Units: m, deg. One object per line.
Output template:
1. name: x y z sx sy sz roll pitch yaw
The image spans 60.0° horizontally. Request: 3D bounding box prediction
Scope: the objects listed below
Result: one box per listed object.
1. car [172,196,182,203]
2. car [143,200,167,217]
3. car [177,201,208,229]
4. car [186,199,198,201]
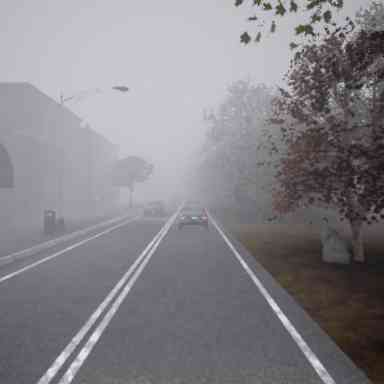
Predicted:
1. car: -3.236 1.539 71.790 1.882 1.535 5.008 0 0 0
2. car: -3.355 1.495 30.744 1.837 1.490 4.892 0 0 0
3. car: 0.094 1.542 21.697 2.033 1.411 5.357 0 0 0
4. car: 0.086 1.548 42.661 1.994 1.385 4.181 0 0 0
